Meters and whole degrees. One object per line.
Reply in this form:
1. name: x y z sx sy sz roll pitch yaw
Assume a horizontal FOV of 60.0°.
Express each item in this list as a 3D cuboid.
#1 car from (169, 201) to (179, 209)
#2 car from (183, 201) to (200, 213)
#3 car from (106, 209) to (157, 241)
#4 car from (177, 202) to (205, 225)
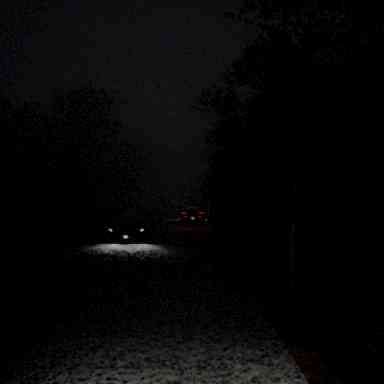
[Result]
1. car: -2.968 2.253 58.624 1.812 1.442 4.674 0 -2 1
2. car: -0.050 1.912 42.113 1.994 1.385 4.181 0 -1 0
3. car: -2.881 1.579 17.104 2.033 1.411 5.357 0 0 0
4. car: 0.041 1.625 25.028 1.812 1.442 4.674 0 -1 0
